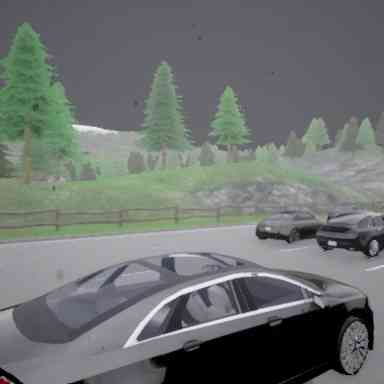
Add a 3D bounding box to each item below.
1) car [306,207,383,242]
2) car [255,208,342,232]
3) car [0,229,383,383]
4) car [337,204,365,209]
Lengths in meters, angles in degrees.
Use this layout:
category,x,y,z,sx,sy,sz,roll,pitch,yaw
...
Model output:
category,x,y,z,sx,sy,sz,roll,pitch,yaw
car,6.823,1.537,12.911,4.892,1.490,1.837,0,0,-36
car,5.006,1.597,15.915,4.181,1.385,1.994,0,0,-36
car,0.266,1.498,3.935,4.902,1.511,2.128,0,0,-36
car,12.241,1.625,25.375,4.181,1.385,1.994,0,0,-35
